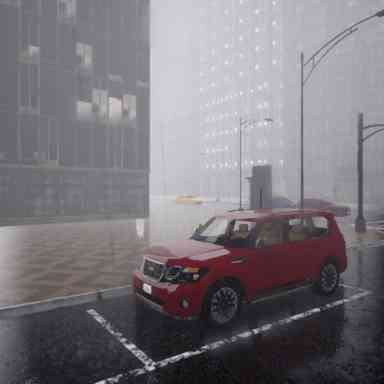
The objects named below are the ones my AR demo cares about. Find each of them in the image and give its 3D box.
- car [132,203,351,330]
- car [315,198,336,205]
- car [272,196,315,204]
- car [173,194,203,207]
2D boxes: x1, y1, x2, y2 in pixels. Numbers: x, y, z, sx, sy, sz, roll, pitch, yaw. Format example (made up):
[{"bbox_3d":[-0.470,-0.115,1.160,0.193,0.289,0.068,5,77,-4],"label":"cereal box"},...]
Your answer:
[{"bbox_3d":[1.290,1.315,7.095,5.009,1.841,2.192,0,0,-35],"label":"car"},{"bbox_3d":[10.583,1.284,27.617,1.882,1.535,5.008,0,1,-36],"label":"car"},{"bbox_3d":[7.077,1.133,26.892,2.097,1.767,4.553,0,1,-37],"label":"car"},{"bbox_3d":[-0.556,1.053,42.662,1.882,1.535,5.008,0,1,-36],"label":"car"}]
